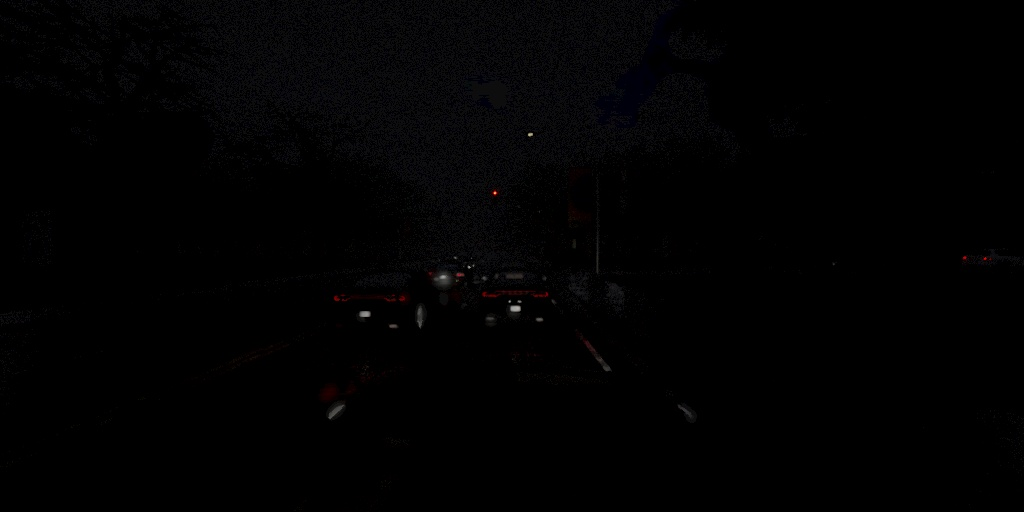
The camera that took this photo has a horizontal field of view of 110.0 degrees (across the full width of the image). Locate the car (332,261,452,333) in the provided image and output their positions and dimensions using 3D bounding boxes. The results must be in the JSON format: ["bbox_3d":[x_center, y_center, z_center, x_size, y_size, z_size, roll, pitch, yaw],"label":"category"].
[{"bbox_3d":[-3.167,1.065,10.203,1.882,1.535,5.008,0,1,0],"label":"car"}]

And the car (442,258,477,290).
[{"bbox_3d":[-3.196,0.983,19.139,1.994,1.385,4.181,0,1,0],"label":"car"}]

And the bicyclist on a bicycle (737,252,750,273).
[{"bbox_3d":[18.092,0.531,28.032,0.582,1.620,1.656,0,1,0],"label":"bicyclist on a bicycle"}]

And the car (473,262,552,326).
[{"bbox_3d":[0.081,1.051,10.949,1.882,1.535,5.008,0,1,0],"label":"car"}]

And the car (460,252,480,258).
[{"bbox_3d":[-6.641,0.222,57.251,1.837,1.490,4.892,0,1,0],"label":"car"}]

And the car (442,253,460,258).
[{"bbox_3d":[-9.887,0.205,57.430,2.128,1.511,4.902,0,1,0],"label":"car"}]

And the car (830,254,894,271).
[{"bbox_3d":[32.985,0.591,33.889,4.902,1.511,2.128,0,1,0],"label":"car"}]

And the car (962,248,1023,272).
[{"bbox_3d":[42.613,0.372,30.997,5.566,2.045,2.150,0,1,1],"label":"car"}]
